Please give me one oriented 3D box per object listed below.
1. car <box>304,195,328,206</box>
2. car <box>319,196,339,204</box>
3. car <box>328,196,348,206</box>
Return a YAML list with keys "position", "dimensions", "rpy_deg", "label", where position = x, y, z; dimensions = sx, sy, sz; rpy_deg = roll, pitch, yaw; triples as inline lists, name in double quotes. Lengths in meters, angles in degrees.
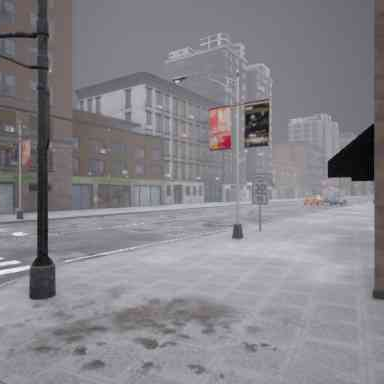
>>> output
- position: [19.276, 1.182, 52.265]
  dimensions: [2.097, 1.767, 4.553]
  rpy_deg: [0, 0, 35]
  label: "car"
- position: [24.864, 1.374, 60.288]
  dimensions: [2.033, 1.411, 5.357]
  rpy_deg: [0, 0, 37]
  label: "car"
- position: [22.704, 1.377, 51.482]
  dimensions: [2.033, 1.411, 5.357]
  rpy_deg: [0, 0, 34]
  label: "car"
